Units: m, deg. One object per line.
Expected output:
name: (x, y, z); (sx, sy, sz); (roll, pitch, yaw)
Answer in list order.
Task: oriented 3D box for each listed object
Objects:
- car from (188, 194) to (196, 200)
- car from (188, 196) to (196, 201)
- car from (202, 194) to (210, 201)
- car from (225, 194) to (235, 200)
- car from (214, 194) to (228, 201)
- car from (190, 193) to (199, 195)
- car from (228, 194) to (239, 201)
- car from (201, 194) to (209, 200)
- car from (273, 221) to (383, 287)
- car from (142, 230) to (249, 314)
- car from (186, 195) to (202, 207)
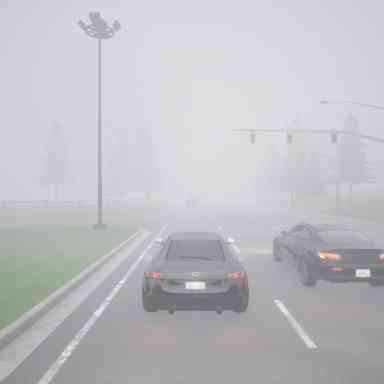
car: (0.020, 1.358, 92.170); (2.128, 1.511, 4.902); (0, 0, 0)
car: (0.018, 1.588, 82.197); (1.895, 1.301, 4.718); (0, 0, 0)
car: (3.518, 1.545, 82.166); (1.994, 1.385, 4.181); (0, 0, 0)
car: (10.520, 1.372, 92.168); (2.033, 1.411, 5.357); (0, 0, 0)
car: (7.018, 1.517, 82.165); (1.812, 1.442, 4.674); (0, 0, 0)
car: (0.429, 1.223, 66.006); (2.150, 2.045, 5.566); (0, 0, 0)
car: (10.518, 1.517, 82.164); (1.812, 1.442, 4.674); (0, 0, 0)
car: (3.520, 1.358, 92.169); (2.128, 1.511, 4.902); (0, 0, 0)
car: (3.581, 1.526, 9.233); (1.812, 1.442, 4.674); (0, 0, 0)
car: (0.072, 1.564, 7.687); (1.994, 1.385, 4.181); (0, 0, 0)
car: (0.011, 1.548, 51.130); (2.033, 1.411, 5.357); (0, 0, 0)
